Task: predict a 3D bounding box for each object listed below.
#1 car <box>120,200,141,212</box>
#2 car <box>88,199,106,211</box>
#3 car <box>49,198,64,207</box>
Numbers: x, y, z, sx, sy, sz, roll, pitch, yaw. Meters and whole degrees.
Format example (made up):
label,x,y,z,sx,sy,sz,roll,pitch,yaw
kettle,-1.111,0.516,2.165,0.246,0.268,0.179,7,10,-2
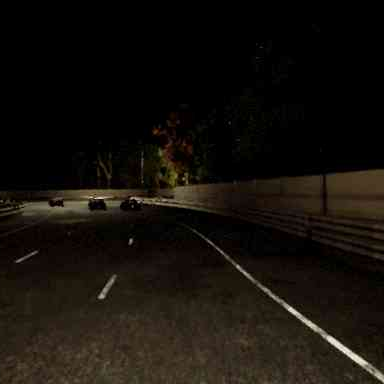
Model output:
label,x,y,z,sx,sy,sz,roll,pitch,yaw
car,-7.522,1.633,40.447,1.994,1.385,4.181,-1,0,-19
car,-12.252,1.613,42.768,2.128,1.511,4.902,-1,0,-22
car,-22.482,1.724,55.053,2.128,1.511,4.902,-1,0,-31
